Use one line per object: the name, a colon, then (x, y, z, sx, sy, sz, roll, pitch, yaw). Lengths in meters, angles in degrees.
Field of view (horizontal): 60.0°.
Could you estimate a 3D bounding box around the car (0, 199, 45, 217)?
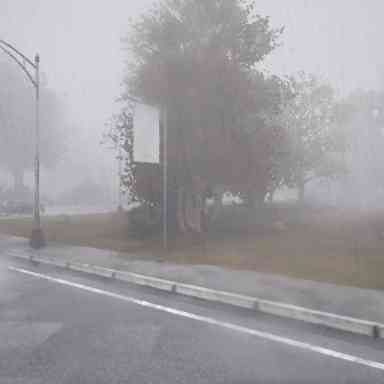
car: (-16.215, 1.438, 30.949, 2.128, 1.511, 4.902, 0, 0, 39)
